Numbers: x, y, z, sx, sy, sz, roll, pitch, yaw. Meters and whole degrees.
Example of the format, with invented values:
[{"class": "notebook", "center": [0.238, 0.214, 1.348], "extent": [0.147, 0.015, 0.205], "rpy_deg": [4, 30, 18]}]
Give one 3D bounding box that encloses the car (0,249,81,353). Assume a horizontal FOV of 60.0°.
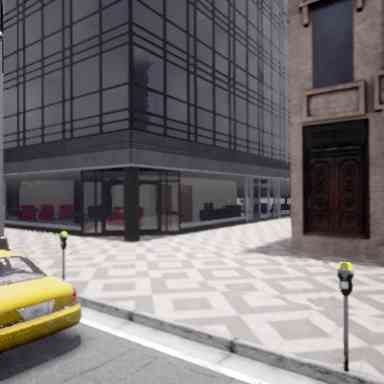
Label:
[{"class": "car", "center": [-3.940, 1.551, 5.781], "extent": [4.829, 1.417, 1.752], "rpy_deg": [0, 0, 36]}]
